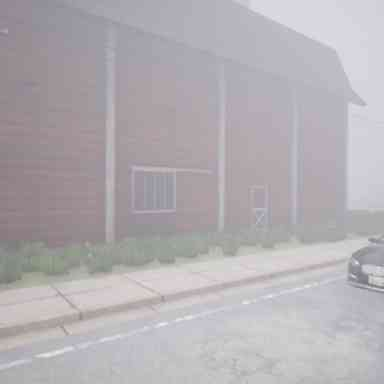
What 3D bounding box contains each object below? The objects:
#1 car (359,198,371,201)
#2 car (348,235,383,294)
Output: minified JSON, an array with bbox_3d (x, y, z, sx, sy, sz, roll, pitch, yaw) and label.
[{"bbox_3d":[32.827,1.918,63.198,3.905,1.438,1.784,0,0,-36],"label":"car"},{"bbox_3d":[5.746,1.549,8.162,4.902,1.511,2.128,0,0,-36],"label":"car"}]
